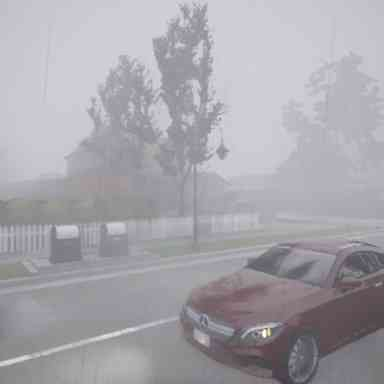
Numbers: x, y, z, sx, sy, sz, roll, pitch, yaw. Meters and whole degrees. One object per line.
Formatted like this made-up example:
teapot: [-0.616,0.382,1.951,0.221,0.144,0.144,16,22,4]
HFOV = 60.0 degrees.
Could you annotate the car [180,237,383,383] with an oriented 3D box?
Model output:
car: [2.014,1.526,5.429,4.674,1.442,1.812,0,0,-35]

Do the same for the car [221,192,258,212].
car: [4.563,0.990,32.865,1.905,1.878,3.866,0,0,-35]
